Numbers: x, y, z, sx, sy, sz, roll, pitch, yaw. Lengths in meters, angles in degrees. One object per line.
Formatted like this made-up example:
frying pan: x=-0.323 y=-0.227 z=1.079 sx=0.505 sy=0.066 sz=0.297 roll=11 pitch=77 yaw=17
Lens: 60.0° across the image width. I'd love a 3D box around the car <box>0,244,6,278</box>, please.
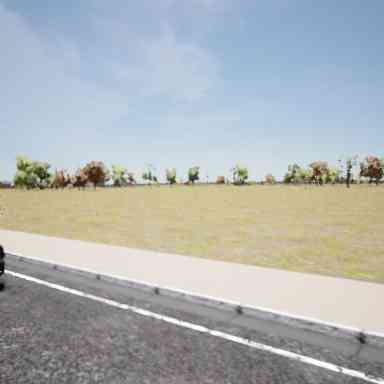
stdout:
car: x=-6.605 y=1.500 z=8.521 sx=4.892 sy=1.490 sz=1.837 roll=0 pitch=0 yaw=36
